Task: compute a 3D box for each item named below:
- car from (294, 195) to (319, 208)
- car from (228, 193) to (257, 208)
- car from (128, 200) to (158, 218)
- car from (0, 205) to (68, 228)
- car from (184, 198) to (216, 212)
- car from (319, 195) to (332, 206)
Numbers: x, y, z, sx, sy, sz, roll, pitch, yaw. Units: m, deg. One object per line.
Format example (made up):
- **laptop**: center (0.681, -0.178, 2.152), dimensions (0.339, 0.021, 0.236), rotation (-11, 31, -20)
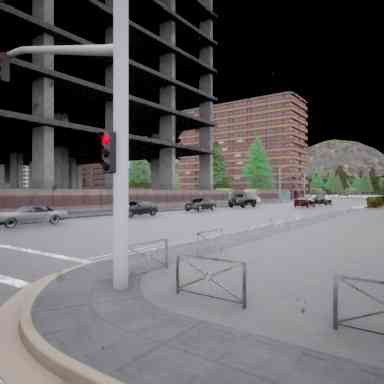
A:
- **car**: center (16.033, 1.422, 47.183), dimensions (1.882, 1.535, 5.008), rotation (0, 0, 35)
- **car**: center (7.252, 1.166, 47.155), dimensions (2.150, 2.045, 5.566), rotation (0, 0, 35)
- **car**: center (-4.976, 1.470, 29.984), dimensions (1.812, 1.442, 4.674), rotation (0, 0, 36)
- **car**: center (-10.755, 1.545, 21.855), dimensions (1.895, 1.301, 4.718), rotation (0, 0, 35)
- **car**: center (1.023, 1.449, 38.446), dimensions (1.837, 1.490, 4.892), rotation (0, 0, 35)
- **car**: center (21.736, 1.296, 55.218), dimensions (2.097, 1.767, 4.553), rotation (0, 0, 35)
